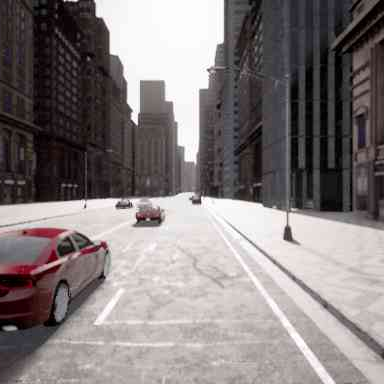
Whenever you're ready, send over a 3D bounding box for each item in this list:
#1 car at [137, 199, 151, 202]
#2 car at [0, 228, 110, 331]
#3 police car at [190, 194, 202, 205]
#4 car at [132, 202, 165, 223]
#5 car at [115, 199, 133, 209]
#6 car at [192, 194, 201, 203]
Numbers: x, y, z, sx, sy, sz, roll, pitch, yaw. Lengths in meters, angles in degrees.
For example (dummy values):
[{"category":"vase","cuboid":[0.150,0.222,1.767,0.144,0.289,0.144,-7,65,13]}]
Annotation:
[{"category":"car","cuboid":[-6.571,1.676,46.214,1.812,1.442,4.674,0,0,0]},{"category":"car","cuboid":[-3.148,1.500,7.089,1.882,1.535,5.008,0,0,0]},{"category":"police car","cuboid":[0.989,1.652,65.648,1.930,1.638,5.238,0,0,0]},{"category":"car","cuboid":[-3.143,1.684,26.058,1.895,1.301,4.718,0,0,0]},{"category":"car","cuboid":[-9.811,1.722,48.311,1.994,1.385,4.181,0,0,0]},{"category":"car","cuboid":[0.992,1.522,81.570,2.150,2.045,5.566,0,0,0]}]
